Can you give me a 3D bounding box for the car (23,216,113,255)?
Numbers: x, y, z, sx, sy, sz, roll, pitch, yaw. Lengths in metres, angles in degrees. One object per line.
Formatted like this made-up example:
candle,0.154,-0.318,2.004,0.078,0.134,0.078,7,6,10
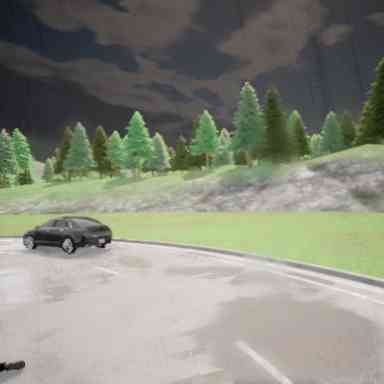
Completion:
car,-5.762,1.875,15.215,4.892,1.490,1.837,-2,-2,34
